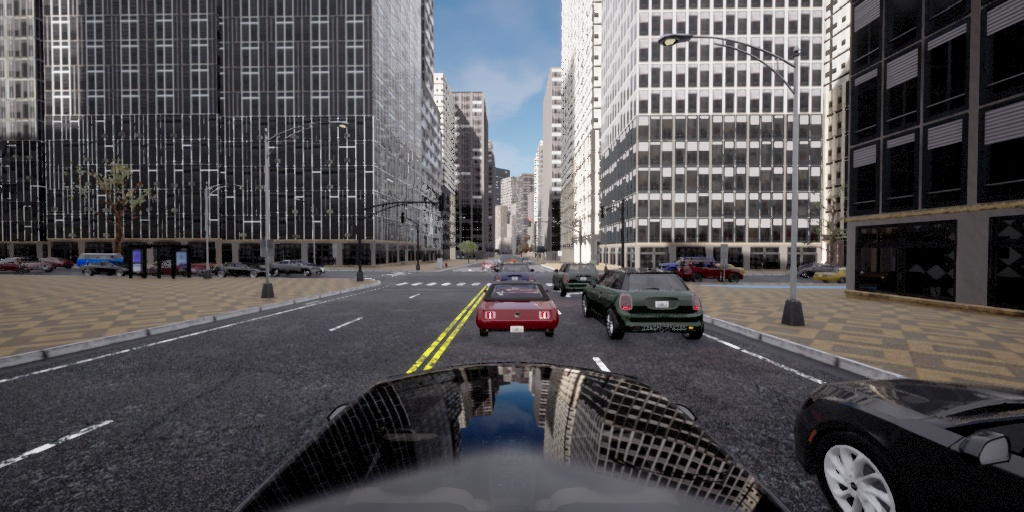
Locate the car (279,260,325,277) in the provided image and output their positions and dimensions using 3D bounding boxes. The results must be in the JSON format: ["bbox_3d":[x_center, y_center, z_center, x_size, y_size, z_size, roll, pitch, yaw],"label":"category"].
[{"bbox_3d":[-19.776,1.081,32.972,4.902,1.511,2.128,1,1,1],"label":"car"}]

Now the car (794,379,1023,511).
[{"bbox_3d":[3.343,1.254,1.079,1.837,1.490,4.892,0,0,0],"label":"car"}]

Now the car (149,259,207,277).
[{"bbox_3d":[-28.357,1.137,30.475,4.207,1.307,1.802,0,0,1],"label":"car"}]

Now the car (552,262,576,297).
[{"bbox_3d":[3.384,1.092,19.070,2.097,1.767,4.553,0,0,0],"label":"car"}]

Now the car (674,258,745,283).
[{"bbox_3d":[16.250,1.268,29.721,5.009,1.841,2.192,0,0,1],"label":"car"}]

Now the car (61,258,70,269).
[{"bbox_3d":[-50.893,0.793,39.471,4.207,1.307,1.802,0,0,1],"label":"car"}]

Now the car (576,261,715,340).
[{"bbox_3d":[3.359,1.097,10.133,2.097,1.767,4.553,0,0,0],"label":"car"}]

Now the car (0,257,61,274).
[{"bbox_3d":[-45.961,0.876,33.589,4.674,1.442,1.812,1,1,2],"label":"car"}]

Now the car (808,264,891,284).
[{"bbox_3d":[27.698,1.577,29.500,4.829,1.417,1.751,0,0,1],"label":"car"}]

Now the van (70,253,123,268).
[{"bbox_3d":[-45.211,0.604,39.344,3.998,1.789,1.690,0,0,1],"label":"van"}]

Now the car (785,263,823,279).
[{"bbox_3d":[29.659,1.468,35.237,4.902,1.511,2.128,1,1,1],"label":"car"}]

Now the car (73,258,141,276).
[{"bbox_3d":[-34.038,1.069,30.660,4.313,1.339,1.948,0,0,1],"label":"car"}]

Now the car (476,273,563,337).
[{"bbox_3d":[0.115,1.346,10.229,1.895,1.301,4.718,0,0,0],"label":"car"}]

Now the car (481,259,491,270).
[{"bbox_3d":[-3.229,1.238,50.698,1.812,1.442,4.674,0,0,0],"label":"car"}]

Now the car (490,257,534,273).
[{"bbox_3d":[0.135,1.092,19.222,2.097,1.767,4.553,0,0,0],"label":"car"}]

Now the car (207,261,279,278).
[{"bbox_3d":[-22.674,1.173,30.330,4.313,1.339,1.948,0,0,1],"label":"car"}]

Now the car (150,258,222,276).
[{"bbox_3d":[-30.140,0.973,33.205,5.008,1.535,1.882,0,1,1],"label":"car"}]
